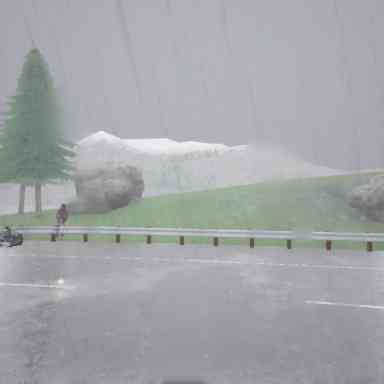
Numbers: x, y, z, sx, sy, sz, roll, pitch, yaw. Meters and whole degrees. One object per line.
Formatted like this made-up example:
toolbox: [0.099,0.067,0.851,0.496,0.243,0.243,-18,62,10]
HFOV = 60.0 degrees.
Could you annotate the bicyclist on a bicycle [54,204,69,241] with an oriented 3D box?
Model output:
bicyclist on a bicycle: [-5.976,1.378,15.222,0.582,1.620,1.656,5,-19,-11]
